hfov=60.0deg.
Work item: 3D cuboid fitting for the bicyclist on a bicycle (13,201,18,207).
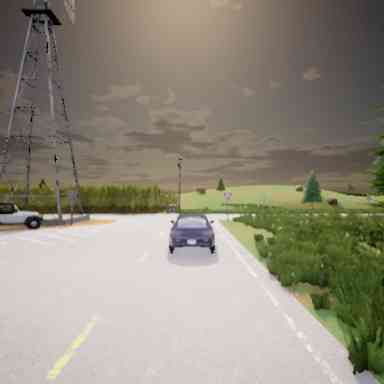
[{"bbox_3d":[-22.563,2.027,42.301,0.582,1.620,1.656,0,-2,-1],"label":"bicyclist on a bicycle"}]

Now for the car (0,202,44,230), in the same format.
[{"bbox_3d":[-11.891,1.558,21.813,3.866,1.878,1.905,0,-1,-31],"label":"car"}]

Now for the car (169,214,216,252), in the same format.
[{"bbox_3d":[0.012,1.659,14.384,1.812,1.442,4.674,0,0,0],"label":"car"}]
